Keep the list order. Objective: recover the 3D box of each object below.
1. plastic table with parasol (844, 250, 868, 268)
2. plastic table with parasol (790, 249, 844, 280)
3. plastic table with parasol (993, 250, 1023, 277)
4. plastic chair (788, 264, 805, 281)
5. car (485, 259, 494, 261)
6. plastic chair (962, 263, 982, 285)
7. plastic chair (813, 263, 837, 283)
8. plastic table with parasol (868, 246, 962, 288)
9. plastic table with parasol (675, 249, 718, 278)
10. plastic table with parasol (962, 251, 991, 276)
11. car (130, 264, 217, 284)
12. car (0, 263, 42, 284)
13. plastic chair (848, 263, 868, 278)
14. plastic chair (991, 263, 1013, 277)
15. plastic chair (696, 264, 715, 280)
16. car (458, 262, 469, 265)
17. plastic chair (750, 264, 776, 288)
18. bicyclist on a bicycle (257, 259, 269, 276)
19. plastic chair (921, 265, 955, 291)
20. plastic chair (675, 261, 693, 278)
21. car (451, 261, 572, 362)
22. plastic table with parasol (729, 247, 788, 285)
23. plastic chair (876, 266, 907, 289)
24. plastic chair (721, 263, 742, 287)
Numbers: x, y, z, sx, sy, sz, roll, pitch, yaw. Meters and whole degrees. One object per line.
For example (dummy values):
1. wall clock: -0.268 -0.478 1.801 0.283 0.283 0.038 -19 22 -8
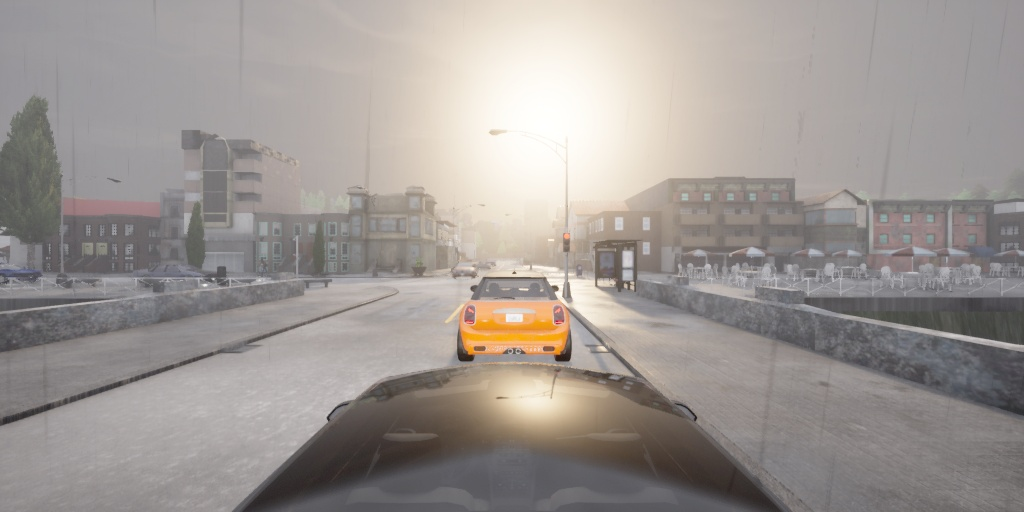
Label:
1. plastic table with parasol: 30.227 0.675 32.229 2.482 2.480 2.482 0 0 0
2. plastic table with parasol: 22.897 0.675 27.509 2.482 2.480 2.482 0 0 0
3. plastic table with parasol: 46.697 0.675 33.238 2.482 2.480 2.482 0 0 0
4. plastic chair: 21.697 1.279 27.559 0.730 1.272 0.750 0 0 0
5. car: -4.101 1.351 52.201 1.895 1.301 4.718 0 0 0
6. plastic chair: 30.497 1.279 23.859 0.750 1.272 0.730 0 0 0
7. plastic chair: 22.797 1.279 26.159 0.750 1.272 0.730 0 0 0
8. plastic table with parasol: 23.797 0.675 21.309 2.482 2.480 2.482 0 0 0
9. plastic table with parasol: 15.917 0.675 30.539 2.482 2.480 2.482 0 0 0
10. plastic table with parasol: 30.507 0.675 25.139 2.482 2.480 2.482 0 0 0
11. car: -24.471 1.297 26.200 5.357 1.411 2.033 0 0 0
12. car: -37.605 1.228 26.211 5.008 1.535 1.882 0 0 0
13. plastic chair: 29.897 1.279 30.859 0.750 1.272 0.730 0 0 0
14. plastic chair: 45.497 1.279 33.358 0.730 1.272 0.750 0 0 0
15. plastic chair: 15.797 1.279 29.259 0.750 1.272 0.730 0 0 0
16. car: -4.102 1.275 31.900 1.812 1.442 4.674 0 0 0
17. plastic chair: 14.997 1.279 21.459 0.750 1.272 0.730 0 0 0
18. bicyclist on a bicycle: -24.022 1.099 34.599 0.582 1.620 1.656 0 0 0
19. plastic chair: 23.697 1.279 19.959 0.750 1.272 0.730 0 0 0
20. plastic chair: 14.697 1.279 30.659 0.730 1.272 0.750 0 0 0
21. car: 0.060 1.102 8.397 2.097 1.767 4.553 0 0 1
22. plastic table with parasol: 15.167 0.675 22.719 2.482 2.480 2.482 0 0 0
23. plastic chair: 22.597 1.279 21.359 0.730 1.272 0.750 0 0 0
24. plastic chair: 13.897 1.279 22.859 0.730 1.272 0.750 0 0 0
